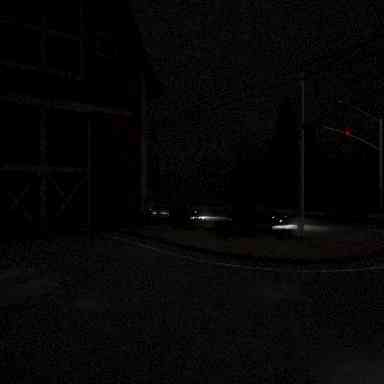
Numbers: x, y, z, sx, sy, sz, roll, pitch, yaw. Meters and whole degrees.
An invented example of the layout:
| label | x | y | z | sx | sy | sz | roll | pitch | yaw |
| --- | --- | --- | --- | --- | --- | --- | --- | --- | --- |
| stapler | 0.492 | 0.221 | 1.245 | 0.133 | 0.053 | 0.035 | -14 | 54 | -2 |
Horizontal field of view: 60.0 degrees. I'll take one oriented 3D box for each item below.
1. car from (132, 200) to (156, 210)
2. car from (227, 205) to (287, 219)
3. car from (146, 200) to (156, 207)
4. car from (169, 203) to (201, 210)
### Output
| label | x | y | z | sx | sy | sz | roll | pitch | yaw |
| --- | --- | --- | --- | --- | --- | --- | --- | --- | --- |
| car | -7.350 | 1.890 | 50.681 | 1.994 | 1.385 | 4.181 | 0 | 0 | -34 |
| car | 4.918 | 1.723 | 26.225 | 2.033 | 1.411 | 5.357 | 0 | 0 | -34 |
| car | -6.349 | 1.881 | 42.681 | 1.895 | 1.301 | 4.718 | 0 | 0 | -34 |
| car | -0.746 | 1.793 | 34.496 | 1.994 | 1.385 | 4.181 | 0 | 0 | -34 |
